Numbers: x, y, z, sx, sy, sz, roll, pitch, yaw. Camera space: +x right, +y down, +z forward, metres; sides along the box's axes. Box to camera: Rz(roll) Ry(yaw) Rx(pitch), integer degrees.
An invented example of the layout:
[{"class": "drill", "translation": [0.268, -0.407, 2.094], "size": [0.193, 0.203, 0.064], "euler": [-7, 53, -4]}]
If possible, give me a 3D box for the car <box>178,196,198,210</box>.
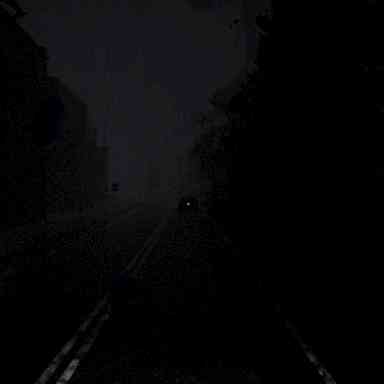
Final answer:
[{"class": "car", "translation": [-0.407, 1.095, 34.131], "size": [1.994, 1.385, 4.181], "euler": [0, 1, -1]}]
